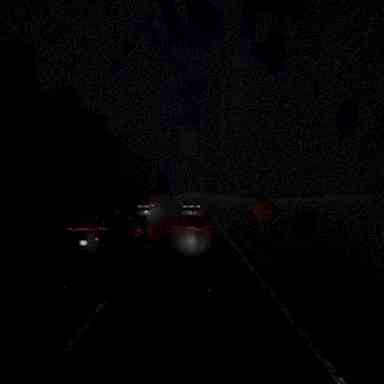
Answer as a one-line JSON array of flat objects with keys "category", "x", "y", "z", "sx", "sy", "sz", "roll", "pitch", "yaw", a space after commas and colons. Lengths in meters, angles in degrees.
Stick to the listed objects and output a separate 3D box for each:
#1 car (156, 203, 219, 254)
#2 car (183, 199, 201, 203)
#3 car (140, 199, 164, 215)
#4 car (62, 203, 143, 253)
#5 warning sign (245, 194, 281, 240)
[{"category": "car", "x": 0.011, "y": 1.412, "z": 13.160, "sx": 2.128, "sy": 1.511, "sz": 4.902, "roll": 0, "pitch": 0, "yaw": 0}, {"category": "car", "x": -0.029, "y": 1.321, "z": 28.146, "sx": 2.128, "sy": 1.511, "sz": 4.902, "roll": 0, "pitch": 0, "yaw": 0}, {"category": "car", "x": -3.528, "y": 1.320, "z": 28.147, "sx": 2.128, "sy": 1.511, "sz": 4.902, "roll": 0, "pitch": 0, "yaw": 0}, {"category": "car", "x": -3.488, "y": 1.412, "z": 13.154, "sx": 2.128, "sy": 1.511, "sz": 4.902, "roll": 0, "pitch": 0, "yaw": 0}, {"category": "warning sign", "x": 3.010, "y": 1.029, "z": 14.215, "sx": 1.300, "sy": 1.860, "sz": 1.060, "roll": 0, "pitch": 0, "yaw": 0}]
